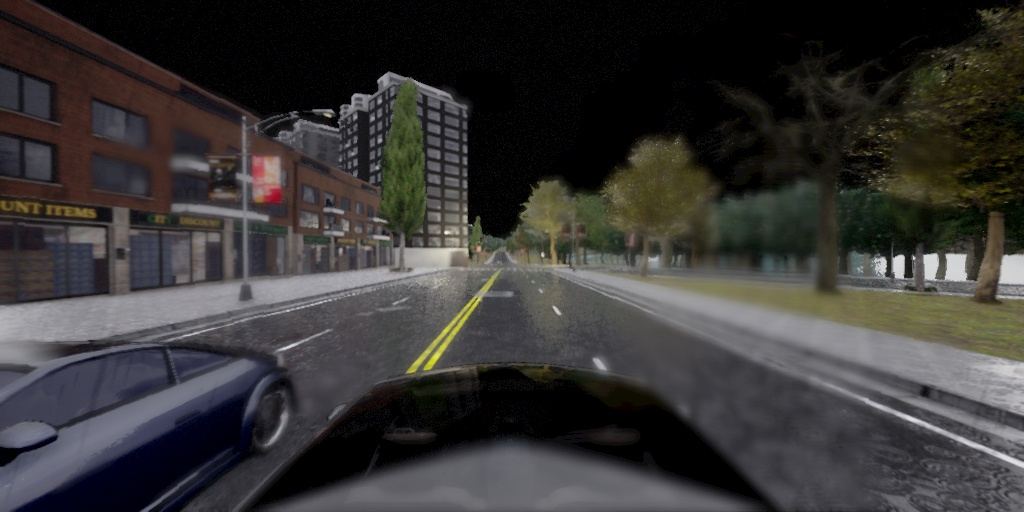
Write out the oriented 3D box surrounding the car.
[{"bbox_3d":[-3.350,1.313,2.232,1.994,1.385,4.181,0,0,0],"label":"car"}]
